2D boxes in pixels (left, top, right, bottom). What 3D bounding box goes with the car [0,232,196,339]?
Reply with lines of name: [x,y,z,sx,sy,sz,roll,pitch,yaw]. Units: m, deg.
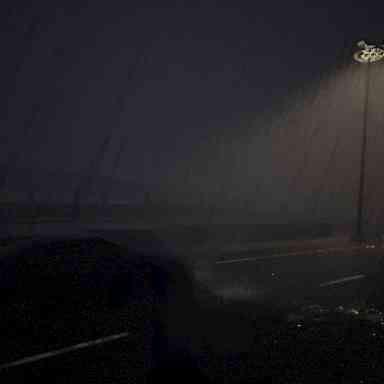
car: [-2.108,1.532,6.542,4.674,1.442,1.812,0,0,-35]
